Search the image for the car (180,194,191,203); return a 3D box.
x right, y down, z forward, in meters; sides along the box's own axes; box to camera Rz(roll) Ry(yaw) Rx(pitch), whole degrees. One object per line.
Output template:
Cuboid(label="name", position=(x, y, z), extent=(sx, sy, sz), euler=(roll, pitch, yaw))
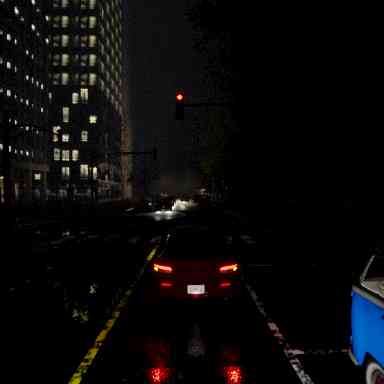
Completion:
Cuboid(label="car", position=(-1.481, 1.552, 70.616), extent=(1.895, 1.301, 4.718), euler=(0, 0, -2))

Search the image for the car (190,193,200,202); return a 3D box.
Cuboid(label="car", position=(0.740, 1.271, 78.945), extent=(2.192, 1.841, 5.009), euler=(0, 0, -3))

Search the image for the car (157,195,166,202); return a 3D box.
Cuboid(label="car", position=(-7.276, 1.501, 78.571), extent=(1.887, 1.381, 4.507), euler=(0, 0, -2))

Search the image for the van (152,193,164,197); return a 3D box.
Cuboid(label="van", position=(-6.625, 1.314, 61.941), extent=(1.690, 1.788, 3.998), euler=(0, 0, -2))

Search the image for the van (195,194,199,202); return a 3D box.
Cuboid(label="van", position=(1.748, 1.322, 51.233), extent=(1.690, 1.788, 3.998), euler=(0, 0, -2))

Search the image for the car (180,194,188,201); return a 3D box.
Cuboid(label="car", position=(-1.900, 1.265, 80.591), extent=(1.882, 1.535, 5.008), euler=(0, 0, -3))

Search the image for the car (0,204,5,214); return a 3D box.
Cuboid(label="car", position=(-18.220, 1.377, 28.510), extent=(4.206, 1.307, 1.802), euler=(1, 0, 3))

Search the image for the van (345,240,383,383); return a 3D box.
Cuboid(label="van", position=(2.558, 1.341, 2.145), extent=(1.690, 1.788, 3.998), euler=(0, 0, 0))

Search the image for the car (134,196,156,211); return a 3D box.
Cuboid(label="car", position=(-5.832, 1.539, 39.770), extent=(2.008, 1.369, 4.403), euler=(0, 0, -1))

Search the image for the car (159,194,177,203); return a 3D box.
Cuboid(label="car", position=(-3.679, 1.486, 51.514), extent=(1.837, 1.490, 4.892), euler=(0, 0, -2))

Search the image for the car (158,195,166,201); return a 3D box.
Cuboid(label="car", position=(-7.528, 1.533, 84.115), extent=(1.802, 1.307, 4.206), euler=(0, 0, -3))

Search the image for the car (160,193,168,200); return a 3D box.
Cuboid(label="car", position=(-8.075, 1.252, 95.196), extent=(2.192, 1.841, 5.009), euler=(0, 0, -3))

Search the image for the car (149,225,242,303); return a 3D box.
Cuboid(label="car", position=(0.054, 1.525, 8.080), extent=(1.812, 1.442, 4.674), euler=(0, 0, 0))

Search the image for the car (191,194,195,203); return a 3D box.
Cuboid(label="car", position=(1.185, 1.492, 68.026), extent=(1.752, 1.417, 4.829), euler=(0, 0, -2))

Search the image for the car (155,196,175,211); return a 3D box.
Cuboid(label="car", position=(-3.407, 1.552, 40.432), extent=(1.994, 1.385, 4.181), euler=(0, 0, -3))

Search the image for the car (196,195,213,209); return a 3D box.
Cuboid(label="car", position=(1.899, 1.510, 45.860), extent=(1.752, 1.417, 4.829), euler=(0, 0, -2))
